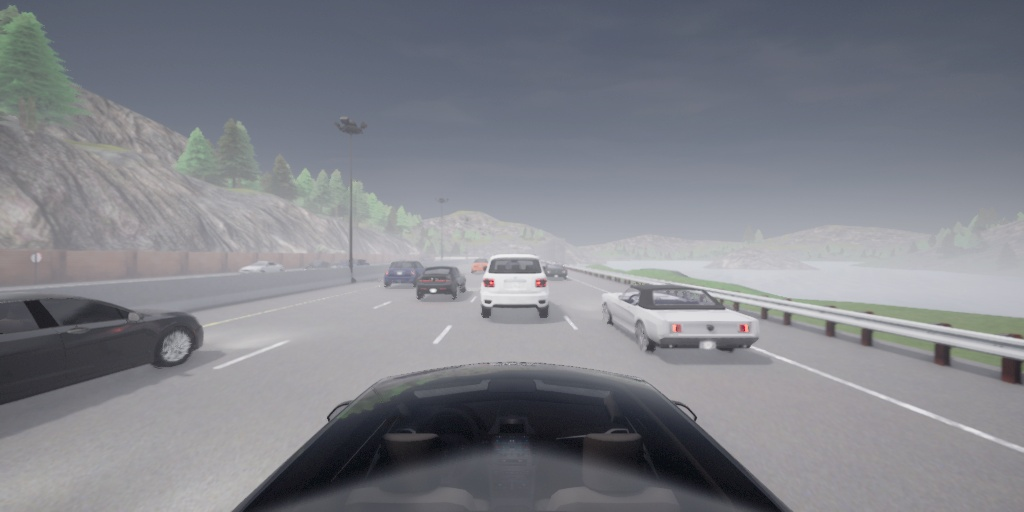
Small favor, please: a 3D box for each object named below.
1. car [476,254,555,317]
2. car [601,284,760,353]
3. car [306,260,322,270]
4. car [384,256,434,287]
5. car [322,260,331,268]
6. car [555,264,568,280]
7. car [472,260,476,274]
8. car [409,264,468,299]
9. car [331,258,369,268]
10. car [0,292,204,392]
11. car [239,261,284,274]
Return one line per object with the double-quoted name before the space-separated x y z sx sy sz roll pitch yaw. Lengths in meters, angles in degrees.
"car" 0.093 0.963 13.226 2.150 2.045 5.566 0 0 0
"car" 3.600 1.345 8.795 1.895 1.301 4.718 0 0 0
"car" -28.088 1.280 52.218 1.994 1.385 4.181 0 0 0
"car" -6.914 1.086 24.188 2.097 1.767 4.553 0 0 0
"car" -21.111 1.211 44.843 2.128 1.511 4.902 0 0 0
"car" 3.582 1.328 31.212 1.895 1.301 4.718 0 0 0
"car" -3.425 1.072 41.402 2.097 1.767 4.553 0 0 0
"car" -3.410 1.243 17.949 1.837 1.490 4.892 0 0 0
"car" -17.612 1.075 39.795 2.097 1.767 4.553 0 0 0
"car" -6.916 1.254 4.955 1.837 1.490 4.892 0 0 0
"car" -24.605 1.254 35.453 1.812 1.442 4.674 0 0 0
